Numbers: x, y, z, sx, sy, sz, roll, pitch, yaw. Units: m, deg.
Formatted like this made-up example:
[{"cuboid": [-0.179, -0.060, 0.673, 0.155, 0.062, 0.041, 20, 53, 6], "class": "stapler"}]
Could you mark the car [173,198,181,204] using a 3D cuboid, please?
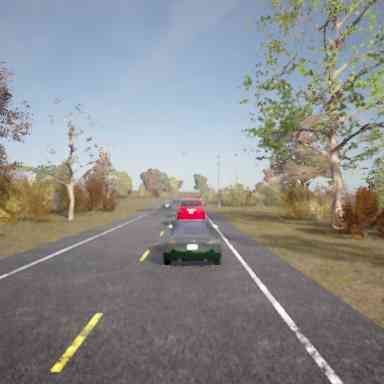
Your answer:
[{"cuboid": [-4.009, 2.411, 91.297, 1.994, 1.385, 4.181, 0, -1, 0], "class": "car"}]

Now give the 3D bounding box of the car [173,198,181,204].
[{"cuboid": [-3.847, 2.202, 83.932, 1.882, 1.535, 5.008, 0, -1, -2], "class": "car"}]

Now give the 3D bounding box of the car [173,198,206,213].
[{"cuboid": [-0.048, 1.530, 26.230, 2.150, 2.045, 5.566, 0, 0, 0], "class": "car"}]

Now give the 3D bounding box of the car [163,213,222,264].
[{"cuboid": [0.023, 1.711, 12.411, 1.994, 1.385, 4.181, 0, -1, 0], "class": "car"}]

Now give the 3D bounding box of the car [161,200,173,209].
[{"cuboid": [-4.292, 2.143, 58.027, 2.128, 1.511, 4.902, 0, -1, -4], "class": "car"}]
